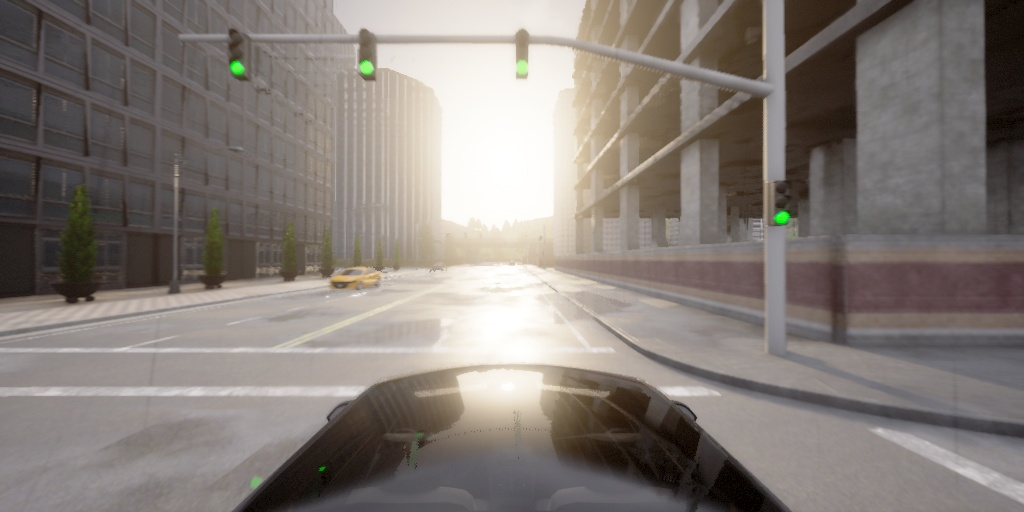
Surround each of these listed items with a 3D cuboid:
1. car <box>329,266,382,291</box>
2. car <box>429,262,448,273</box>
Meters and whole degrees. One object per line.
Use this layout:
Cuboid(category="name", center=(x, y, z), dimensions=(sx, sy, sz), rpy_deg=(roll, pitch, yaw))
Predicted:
Cuboid(category="car", center=(-10.498, 1.507, 24.357), dimensions=(1.882, 1.535, 5.008), rpy_deg=(0, 1, 0))
Cuboid(category="car", center=(-10.498, 1.575, 51.352), dimensions=(1.812, 1.442, 4.674), rpy_deg=(0, -1, 0))
